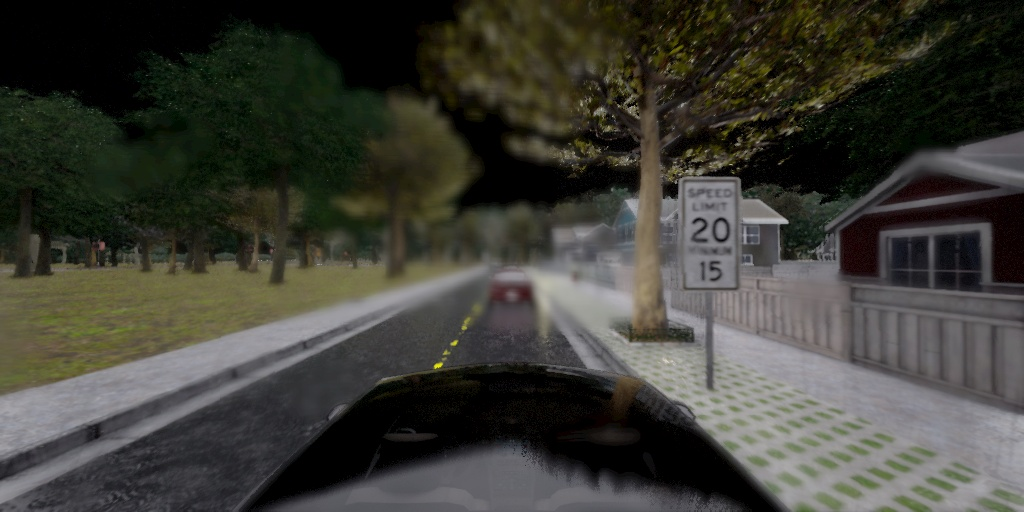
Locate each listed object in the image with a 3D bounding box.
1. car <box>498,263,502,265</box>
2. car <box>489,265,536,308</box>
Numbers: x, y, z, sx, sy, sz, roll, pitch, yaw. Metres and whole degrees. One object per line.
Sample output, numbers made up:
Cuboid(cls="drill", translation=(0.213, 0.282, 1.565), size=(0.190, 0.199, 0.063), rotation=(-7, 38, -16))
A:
Cuboid(cls="car", translation=(0.022, 1.543, 30.356), size=(1.837, 1.490, 4.892), rotation=(0, 0, 0))
Cuboid(cls="car", translation=(0.028, 1.370, 16.102), size=(1.882, 1.535, 5.008), rotation=(0, 0, 0))
